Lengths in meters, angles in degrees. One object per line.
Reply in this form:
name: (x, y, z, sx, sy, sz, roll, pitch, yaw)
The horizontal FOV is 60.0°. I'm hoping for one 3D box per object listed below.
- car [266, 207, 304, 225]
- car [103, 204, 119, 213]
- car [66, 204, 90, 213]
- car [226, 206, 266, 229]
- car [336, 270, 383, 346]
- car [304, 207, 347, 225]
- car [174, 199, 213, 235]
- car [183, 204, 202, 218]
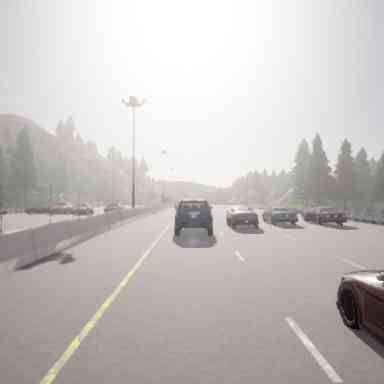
car: (7.098, 1.906, 27.270, 2.033, 1.411, 5.357, 0, -1, 0)
car: (-10.564, 2.278, 44.583, 1.837, 1.490, 4.892, 0, -2, 0)
car: (-14.074, 2.253, 42.803, 1.812, 1.442, 4.674, 0, -2, 0)
car: (3.598, 1.791, 24.264, 2.128, 1.511, 4.902, 0, -1, 0)
car: (3.599, 1.597, 4.353, 1.994, 1.385, 4.181, 0, 0, 0)
car: (10.598, 1.899, 26.974, 2.033, 1.411, 5.357, 0, -1, 0)
car: (0.099, 1.448, 20.442, 2.150, 2.045, 5.566, 0, -1, 0)
car: (0.097, 2.167, 38.366, 2.033, 1.411, 5.357, 0, -1, 0)
